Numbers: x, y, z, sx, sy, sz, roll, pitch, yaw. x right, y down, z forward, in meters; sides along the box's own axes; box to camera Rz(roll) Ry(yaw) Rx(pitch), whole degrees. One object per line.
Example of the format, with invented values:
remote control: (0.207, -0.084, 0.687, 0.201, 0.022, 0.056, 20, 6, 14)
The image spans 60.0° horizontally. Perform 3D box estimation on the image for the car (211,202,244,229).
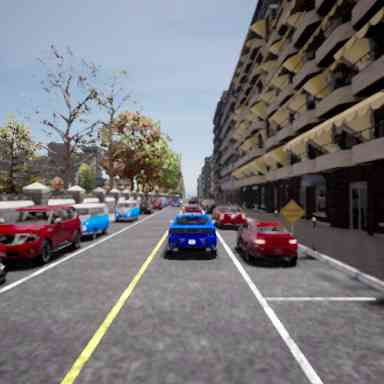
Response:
car: (2.686, 1.702, 23.714, 1.967, 1.590, 4.097, 0, -1, 0)

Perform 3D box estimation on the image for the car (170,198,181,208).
car: (-3.038, 2.256, 64.631, 1.812, 1.442, 4.674, 0, -1, 1)

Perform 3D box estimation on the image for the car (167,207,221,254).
car: (0.022, 1.634, 14.243, 1.882, 1.535, 5.008, 0, 0, 0)

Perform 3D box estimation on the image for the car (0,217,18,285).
car: (-5.690, 1.514, 6.821, 1.967, 1.590, 4.097, 0, -1, 0)

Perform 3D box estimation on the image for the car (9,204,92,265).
car: (-5.692, 1.452, 12.453, 2.192, 1.841, 5.009, 0, -1, 0)

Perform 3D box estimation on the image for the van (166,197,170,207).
van: (-5.703, 2.054, 63.122, 1.690, 1.788, 3.998, 0, -1, 0)

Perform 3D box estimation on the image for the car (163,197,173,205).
car: (-5.707, 2.234, 80.015, 2.192, 1.841, 5.009, 0, -1, 0)

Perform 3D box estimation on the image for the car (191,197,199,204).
car: (0.881, 2.304, 92.806, 2.150, 2.045, 5.566, 0, -1, 0)

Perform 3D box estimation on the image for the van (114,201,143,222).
van: (-5.696, 1.665, 29.343, 1.690, 1.788, 3.998, 0, -1, 0)

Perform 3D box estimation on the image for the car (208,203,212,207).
car: (2.684, 1.906, 29.343, 1.802, 1.307, 4.206, 0, -1, 0)

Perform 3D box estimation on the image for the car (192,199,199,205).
car: (0.883, 2.508, 86.772, 1.837, 1.490, 4.892, 0, -1, 0)

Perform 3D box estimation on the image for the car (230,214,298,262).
car: (2.688, 1.719, 12.452, 1.802, 1.307, 4.206, 0, -1, 0)

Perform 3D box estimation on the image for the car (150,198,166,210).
car: (-5.700, 1.894, 51.863, 2.192, 1.841, 5.009, 0, -1, 0)

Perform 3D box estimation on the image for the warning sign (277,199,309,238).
warning sign: (5.065, 1.301, 16.781, 1.300, 1.860, 1.060, 0, -1, 0)

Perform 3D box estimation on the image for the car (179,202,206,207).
car: (0.016, 1.844, 28.893, 1.812, 1.442, 4.674, 0, 0, 0)

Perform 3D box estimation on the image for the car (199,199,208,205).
car: (2.673, 2.485, 80.014, 1.947, 1.339, 4.313, 0, -1, 0)

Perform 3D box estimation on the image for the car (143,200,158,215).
car: (-5.698, 2.015, 40.601, 1.947, 1.339, 4.313, 0, -1, 0)

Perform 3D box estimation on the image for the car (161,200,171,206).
car: (-5.706, 2.394, 74.380, 1.887, 1.381, 4.507, 0, -1, 0)

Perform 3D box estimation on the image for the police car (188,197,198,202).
police car: (0.428, 2.309, 77.072, 1.930, 1.638, 5.238, 0, -1, 12)

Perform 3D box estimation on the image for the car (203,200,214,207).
car: (2.682, 2.016, 40.603, 1.947, 1.339, 4.313, 0, -1, 0)

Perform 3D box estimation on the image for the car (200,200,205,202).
car: (2.679, 2.020, 51.863, 1.967, 1.590, 4.097, 0, -1, 0)

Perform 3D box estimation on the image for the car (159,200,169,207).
car: (-5.705, 2.363, 68.749, 1.802, 1.307, 4.206, 0, -1, 0)

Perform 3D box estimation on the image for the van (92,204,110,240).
van: (-5.693, 1.540, 18.083, 1.690, 1.788, 3.998, 0, -1, 0)
